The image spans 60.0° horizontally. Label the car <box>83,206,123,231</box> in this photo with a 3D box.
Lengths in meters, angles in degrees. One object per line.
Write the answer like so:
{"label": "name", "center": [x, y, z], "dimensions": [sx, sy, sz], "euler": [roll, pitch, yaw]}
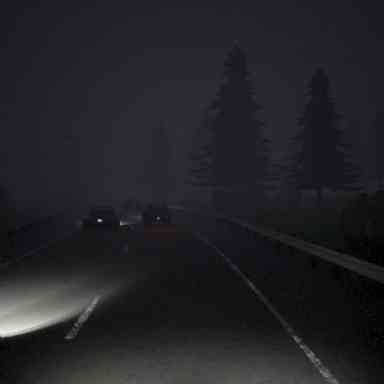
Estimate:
{"label": "car", "center": [-5.553, 1.578, 20.708], "dimensions": [1.994, 1.385, 4.181], "euler": [0, 0, -10]}

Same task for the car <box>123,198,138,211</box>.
{"label": "car", "center": [-7.490, 1.498, 41.353], "dimensions": [1.882, 1.535, 5.008], "euler": [0, 0, -18]}

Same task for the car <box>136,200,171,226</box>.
{"label": "car", "center": [-2.643, 1.499, 23.883], "dimensions": [2.128, 1.511, 4.902], "euler": [0, 0, -11]}
